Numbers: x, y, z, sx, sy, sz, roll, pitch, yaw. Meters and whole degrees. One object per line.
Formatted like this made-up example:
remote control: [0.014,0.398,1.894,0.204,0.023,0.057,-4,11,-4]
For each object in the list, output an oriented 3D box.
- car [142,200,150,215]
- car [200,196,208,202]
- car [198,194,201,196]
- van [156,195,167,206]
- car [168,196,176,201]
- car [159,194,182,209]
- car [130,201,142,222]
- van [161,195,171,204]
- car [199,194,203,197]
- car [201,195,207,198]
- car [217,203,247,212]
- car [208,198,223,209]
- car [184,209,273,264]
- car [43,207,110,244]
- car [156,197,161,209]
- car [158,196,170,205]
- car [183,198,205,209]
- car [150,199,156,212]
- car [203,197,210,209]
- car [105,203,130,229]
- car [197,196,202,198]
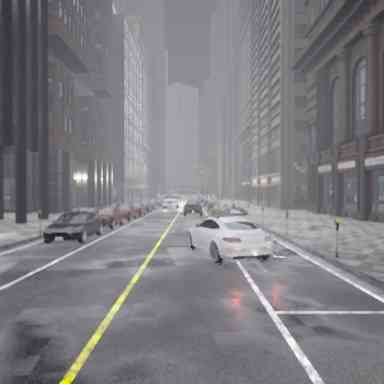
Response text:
car: [-5.654,1.667,33.215,1.887,1.381,4.507,-1,0,0]
car: [2.908,1.797,83.834,1.887,1.381,4.507,-1,0,0]
car: [2.903,1.681,78.210,1.967,1.590,4.097,-1,0,0]
van: [-5.636,1.543,61.338,1.690,1.788,3.998,-1,0,0]
car: [-5.609,1.838,95.087,1.947,1.339,4.313,-1,0,0]
car: [-3.039,1.391,48.480,2.150,2.045,5.566,0,0,0]
car: [-5.658,1.648,27.590,1.887,1.381,4.507,-1,0,0]
van: [-5.628,1.570,72.588,1.690,1.788,3.998,-1,0,0]
car: [2.900,1.774,72.585,1.887,1.381,4.507,-1,0,0]
car: [2.888,1.732,55.711,1.887,1.381,4.507,-1,0,0]
car: [2.864,1.666,21.965,1.802,1.307,4.206,-1,0,0]
car: [2.872,1.648,33.384,1.752,1.417,4.829,-1,0,0]
car: [1.206,1.573,12.039,1.812,1.442,4.674,0,0,-16]
car: [-5.665,1.629,16.339,1.947,1.339,4.313,-1,0,0]
car: [-5.646,1.707,44.463,2.008,1.369,4.403,-1,0,0]
car: [-5.631,1.657,66.963,1.967,1.590,4.097,-1,0,0]
car: [0.116,1.630,34.123,1.837,1.490,4.892,0,0,0]
car: [-5.650,1.684,38.839,1.887,1.381,4.507,-1,0,0]
car: [2.880,1.707,44.463,2.008,1.369,4.403,-1,0,0]
car: [-5.662,1.629,21.965,1.887,1.381,4.507,-1,0,0]
car: [0.135,1.780,52.734,1.895,1.301,4.718,0,0,0]
